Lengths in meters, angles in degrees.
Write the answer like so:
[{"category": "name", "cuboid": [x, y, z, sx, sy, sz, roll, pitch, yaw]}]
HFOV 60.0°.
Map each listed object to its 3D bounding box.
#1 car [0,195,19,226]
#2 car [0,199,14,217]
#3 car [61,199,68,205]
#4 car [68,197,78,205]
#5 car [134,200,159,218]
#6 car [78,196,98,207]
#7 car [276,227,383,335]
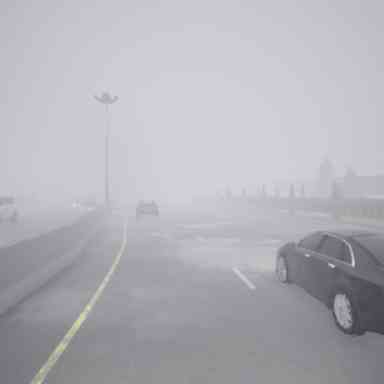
[{"category": "car", "cuboid": [-13.477, 1.250, 22.330, 2.150, 2.045, 5.566, 0, 0, -11]}, {"category": "car", "cuboid": [-18.907, 1.532, 31.708, 2.128, 1.511, 4.902, 0, 0, -11]}, {"category": "car", "cuboid": [-26.848, 2.152, 71.990, 1.812, 1.442, 4.674, 0, -4, -11]}, {"category": "car", "cuboid": [-21.524, 1.632, 63.135, 2.128, 1.511, 4.902, 0, -1, -11]}, {"category": "car", "cuboid": [-4.118, 1.444, 30.042, 2.128, 1.511, 4.902, 0, 0, -11]}, {"category": "car", "cuboid": [-15.426, 1.328, 50.152, 2.097, 1.767, 4.553, 0, 0, -11]}, {"category": "car", "cuboid": [3.178, 1.473, 6.660, 1.837, 1.490, 4.892, 0, 0, -4]}]
